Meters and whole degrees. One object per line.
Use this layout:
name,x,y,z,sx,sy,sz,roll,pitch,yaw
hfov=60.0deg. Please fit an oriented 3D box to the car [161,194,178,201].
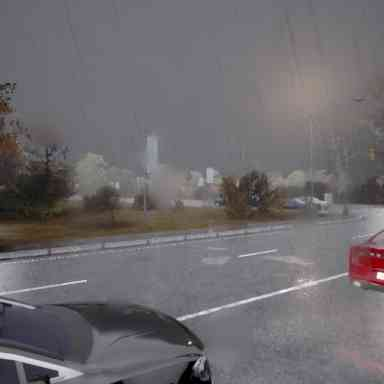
car,-5.398,1.253,74.579,2.033,1.411,5.357,-1,0,-38

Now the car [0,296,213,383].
car,-2.040,1.492,2.275,4.902,1.511,2.128,0,0,-35

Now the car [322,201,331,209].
car,13.882,1.281,39.131,1.812,1.442,4.674,-1,0,-39

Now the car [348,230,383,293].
car,5.678,1.445,7.787,5.008,1.535,1.882,0,0,-35

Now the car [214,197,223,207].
car,5.041,1.296,44.534,1.837,1.490,4.892,-1,0,-39

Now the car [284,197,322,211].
car,11.095,1.333,36.979,2.033,1.411,5.357,-1,0,-39
